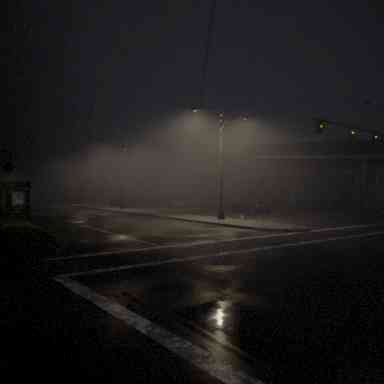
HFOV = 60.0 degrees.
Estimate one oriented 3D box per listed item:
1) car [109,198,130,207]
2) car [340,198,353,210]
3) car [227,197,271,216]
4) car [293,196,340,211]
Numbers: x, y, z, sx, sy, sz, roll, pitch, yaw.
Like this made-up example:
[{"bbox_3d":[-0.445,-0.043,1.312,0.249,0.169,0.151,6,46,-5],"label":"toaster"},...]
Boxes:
[{"bbox_3d":[-11.125,1.564,50.712,1.994,1.385,4.181,0,0,-35],"label":"car"},{"bbox_3d":[18.130,1.456,42.039,1.970,1.475,3.806,0,0,-35],"label":"car"},{"bbox_3d":[5.587,1.352,33.183,2.097,1.767,4.553,0,0,-35],"label":"car"},{"bbox_3d":[13.867,1.295,38.113,2.242,1.667,4.611,0,0,-35],"label":"car"}]
